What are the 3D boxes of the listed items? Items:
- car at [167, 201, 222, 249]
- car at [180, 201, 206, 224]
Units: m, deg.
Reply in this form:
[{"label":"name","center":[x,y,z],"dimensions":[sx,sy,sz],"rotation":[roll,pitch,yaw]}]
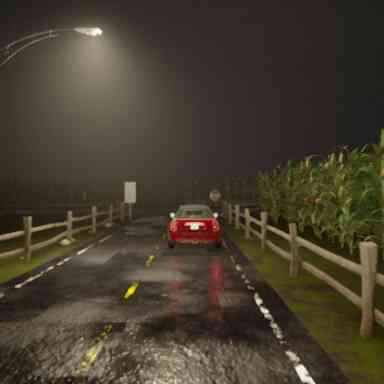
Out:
[{"label":"car","center":[0.095,1.336,14.598],"dimensions":[2.097,1.767,4.553],"rotation":[0,0,0]},{"label":"car","center":[0.131,1.479,25.549],"dimensions":[1.837,1.490,4.892],"rotation":[0,0,1]}]
